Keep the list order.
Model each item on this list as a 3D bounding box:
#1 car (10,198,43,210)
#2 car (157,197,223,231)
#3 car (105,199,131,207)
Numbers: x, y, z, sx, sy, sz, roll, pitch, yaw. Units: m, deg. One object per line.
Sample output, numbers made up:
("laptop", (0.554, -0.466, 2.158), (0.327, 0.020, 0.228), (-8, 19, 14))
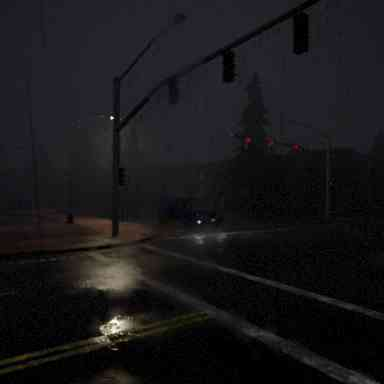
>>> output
("car", (-22.288, 1.565, 44.812), (5.008, 1.535, 1.882), (0, -1, 26))
("car", (-0.304, 1.364, 22.485), (2.150, 2.045, 5.566), (1, 0, -36))
("car", (-11.986, 1.763, 55.315), (4.718, 1.301, 1.895), (-2, 1, 27))
